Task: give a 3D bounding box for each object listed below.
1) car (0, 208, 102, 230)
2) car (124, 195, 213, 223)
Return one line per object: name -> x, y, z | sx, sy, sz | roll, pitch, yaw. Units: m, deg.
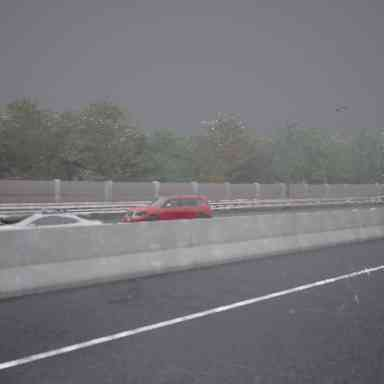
car -> -5.721, 1.519, 12.793 | 4.674, 1.442, 1.812 | 0, 0, -35
car -> -1.278, 1.229, 20.207 | 5.566, 2.045, 2.150 | 0, 0, -35
